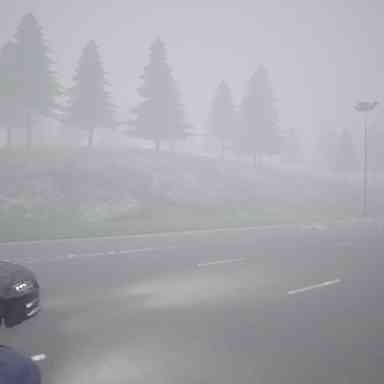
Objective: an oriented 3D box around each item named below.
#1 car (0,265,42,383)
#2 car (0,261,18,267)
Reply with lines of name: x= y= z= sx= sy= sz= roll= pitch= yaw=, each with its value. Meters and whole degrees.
car: x=-3.180 y=1.506 z=1.479 sx=4.674 sy=1.442 sz=1.812 roll=1 pitch=0 yaw=-36
car: x=-4.805 y=1.477 z=4.619 sx=4.902 sy=1.511 sz=2.128 roll=1 pitch=0 yaw=-36
